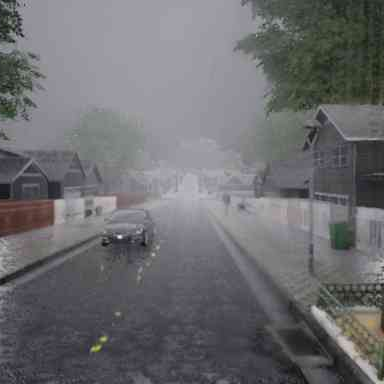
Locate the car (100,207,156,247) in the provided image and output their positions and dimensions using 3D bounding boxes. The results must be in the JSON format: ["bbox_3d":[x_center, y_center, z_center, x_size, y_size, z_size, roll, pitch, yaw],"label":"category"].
[{"bbox_3d":[-2.748,1.493,15.100,1.837,1.490,4.892,0,0,0],"label":"car"}]
